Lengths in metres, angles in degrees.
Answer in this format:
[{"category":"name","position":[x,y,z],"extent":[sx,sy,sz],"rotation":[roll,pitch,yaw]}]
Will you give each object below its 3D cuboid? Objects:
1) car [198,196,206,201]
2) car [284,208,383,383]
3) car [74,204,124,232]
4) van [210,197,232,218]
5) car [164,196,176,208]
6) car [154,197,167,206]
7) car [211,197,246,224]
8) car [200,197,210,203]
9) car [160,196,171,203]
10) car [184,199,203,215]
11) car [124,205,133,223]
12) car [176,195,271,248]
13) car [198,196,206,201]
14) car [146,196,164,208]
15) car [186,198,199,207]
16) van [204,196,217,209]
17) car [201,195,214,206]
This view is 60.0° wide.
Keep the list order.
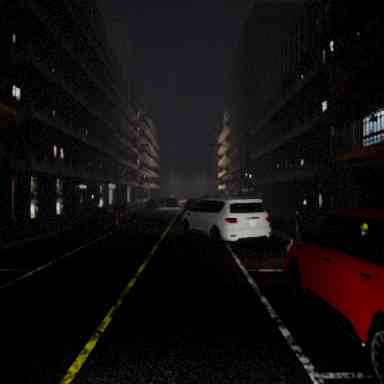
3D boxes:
[{"category":"car","position":[2.737,1.753,94.044],"extent":[2.008,1.369,4.403],"rotation":[0,0,0]},{"category":"car","position":[3.109,1.237,5.028],"extent":[2.150,2.045,5.566],"rotation":[0,0,0]},{"category":"car","position":[-5.678,1.581,20.174],"extent":[1.887,1.381,4.507],"rotation":[0,0,0]},{"category":"van","position":[2.708,1.400,31.538],"extent":[1.690,1.788,3.998],"rotation":[0,0,0]},{"category":"car","position":[-3.054,1.605,50.567],"extent":[1.837,1.490,4.892],"rotation":[0,0,0]},{"category":"car","position":[-5.660,1.670,59.951],"extent":[2.008,1.369,4.403],"rotation":[0,0,0]},{"category":"car","position":[2.705,1.363,25.856],"extent":[2.192,1.841,5.009],"rotation":[0,0,0]},{"category":"car","position":[2.726,1.711,71.314],"extent":[1.947,1.339,4.313],"rotation":[0,0,0]},{"category":"car","position":[-5.654,1.586,71.316],"extent":[1.967,1.590,4.097],"rotation":[0,0,0]},{"category":"car","position":[0.110,1.544,35.433],"extent":[1.882,1.535,5.008],"rotation":[0,0,0]},{"category":"car","position":[-5.676,1.630,25.857],"extent":[1.802,1.307,4.206],"rotation":[0,0,0]},{"category":"car","position":[1.340,1.250,15.314],"extent":[2.150,2.045,5.566],"rotation":[-1,0,-22]},{"category":"car","position":[2.735,1.738,88.361],"extent":[2.008,1.369,4.403],"rotation":[0,0,0]},{"category":"car","position":[-5.665,1.640,48.586],"extent":[1.887,1.381,4.507],"rotation":[0,0,0]},{"category":"car","position":[0.118,1.653,53.602],"extent":[2.033,1.411,5.357],"rotation":[0,0,0]},{"category":"van","position":[2.716,1.436,48.585],"extent":[1.690,1.788,3.998],"rotation":[0,0,0]},{"category":"car","position":[2.721,1.435,59.950],"extent":[2.192,1.841,5.009],"rotation":[0,0,0]}]
